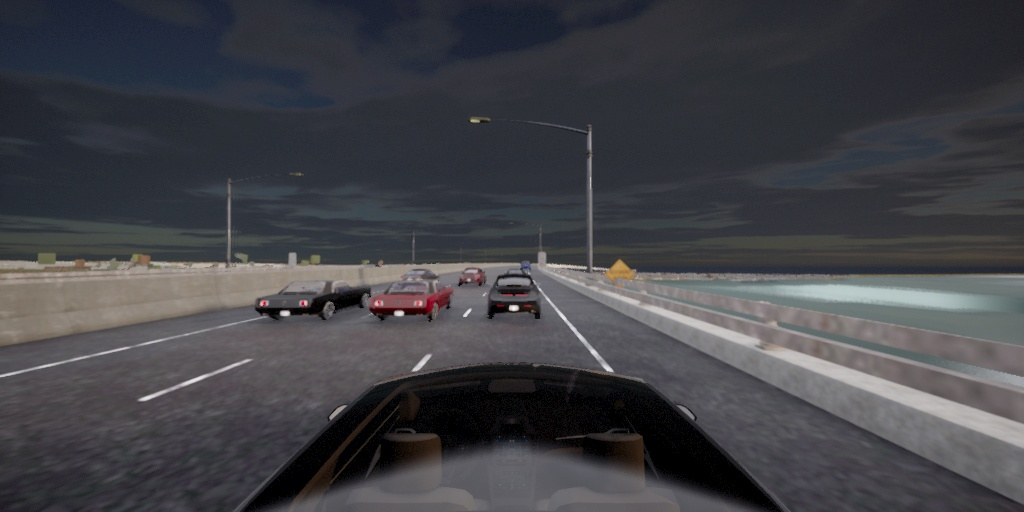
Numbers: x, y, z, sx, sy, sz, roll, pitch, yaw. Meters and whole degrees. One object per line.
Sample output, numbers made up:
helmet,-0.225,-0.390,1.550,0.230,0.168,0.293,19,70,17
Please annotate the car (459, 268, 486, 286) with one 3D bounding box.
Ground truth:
car,-3.186,1.669,29.403,1.812,1.442,4.674,0,-1,2

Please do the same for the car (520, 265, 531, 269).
car,0.306,1.703,29.014,1.994,1.385,4.181,0,-1,2

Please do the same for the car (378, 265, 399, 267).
car,-19.980,2.207,59.843,1.895,1.301,4.718,0,-1,3

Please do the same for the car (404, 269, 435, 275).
car,-6.762,1.651,26.626,2.033,1.411,5.357,0,-1,1

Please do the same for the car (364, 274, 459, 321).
car,-3.407,1.510,13.191,1.895,1.301,4.718,0,-1,1

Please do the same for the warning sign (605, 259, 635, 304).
warning sign,4.620,1.056,15.286,1.300,1.860,1.060,0,0,1

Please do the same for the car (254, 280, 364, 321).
car,-6.906,1.510,13.210,1.895,1.301,4.718,0,-1,1

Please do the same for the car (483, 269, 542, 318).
car,0.105,1.425,13.810,1.837,1.490,4.892,0,0,1

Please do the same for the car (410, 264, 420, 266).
car,-16.453,2.141,60.491,1.812,1.442,4.674,0,-1,3

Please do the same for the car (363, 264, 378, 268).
car,-23.474,2.113,59.990,1.837,1.490,4.892,0,-1,3
